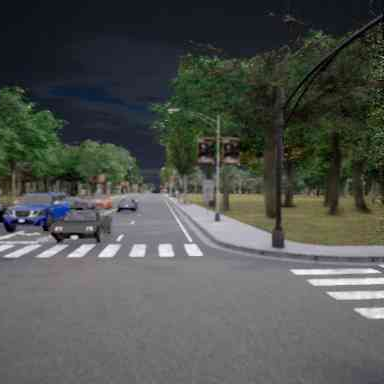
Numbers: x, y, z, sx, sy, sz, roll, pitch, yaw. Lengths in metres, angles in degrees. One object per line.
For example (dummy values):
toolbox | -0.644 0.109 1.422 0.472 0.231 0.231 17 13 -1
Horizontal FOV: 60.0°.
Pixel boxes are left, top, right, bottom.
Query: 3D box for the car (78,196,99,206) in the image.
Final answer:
car | -14.691 1.260 47.480 1.994 1.385 4.181 1 0 -5

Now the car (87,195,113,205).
car | -10.618 1.116 39.220 2.097 1.767 4.553 1 0 -5

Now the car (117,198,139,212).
car | -6.908 1.379 36.092 1.994 1.385 4.181 1 0 -6

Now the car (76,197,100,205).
car | -9.672 1.402 29.017 1.895 1.301 4.718 1 0 -5

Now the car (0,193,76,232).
car | -8.715 1.061 19.253 2.150 2.045 5.566 1 0 -5

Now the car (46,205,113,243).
car | -4.888 1.497 15.436 1.895 1.301 4.718 1 0 -6

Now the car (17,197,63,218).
car | -12.902 1.256 28.662 2.128 1.511 4.902 1 0 -6
